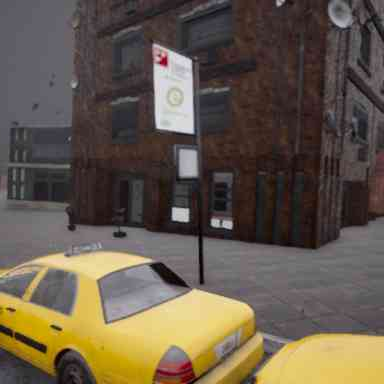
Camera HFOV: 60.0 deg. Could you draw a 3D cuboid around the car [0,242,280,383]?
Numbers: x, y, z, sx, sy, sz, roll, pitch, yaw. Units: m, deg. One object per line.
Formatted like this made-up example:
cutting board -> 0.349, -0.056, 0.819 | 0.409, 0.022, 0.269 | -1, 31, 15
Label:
car -> -1.722, 1.505, 4.778 | 5.366, 1.575, 1.946 | 0, 0, 36
